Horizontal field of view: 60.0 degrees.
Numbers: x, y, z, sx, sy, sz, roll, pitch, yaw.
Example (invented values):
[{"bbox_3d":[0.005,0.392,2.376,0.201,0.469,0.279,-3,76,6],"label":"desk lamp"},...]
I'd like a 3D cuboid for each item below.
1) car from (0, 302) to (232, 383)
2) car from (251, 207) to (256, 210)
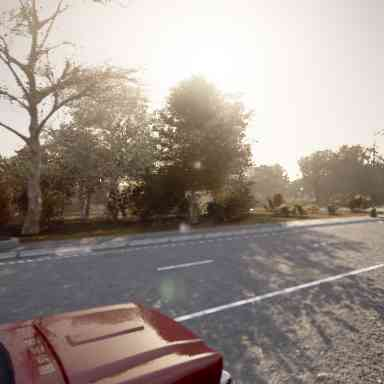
[{"bbox_3d":[-1.973,1.602,2.347,4.718,1.301,1.895,0,0,-35],"label":"car"},{"bbox_3d":[11.882,3.121,72.372,2.128,1.511,4.902,0,-3,-32],"label":"car"}]
